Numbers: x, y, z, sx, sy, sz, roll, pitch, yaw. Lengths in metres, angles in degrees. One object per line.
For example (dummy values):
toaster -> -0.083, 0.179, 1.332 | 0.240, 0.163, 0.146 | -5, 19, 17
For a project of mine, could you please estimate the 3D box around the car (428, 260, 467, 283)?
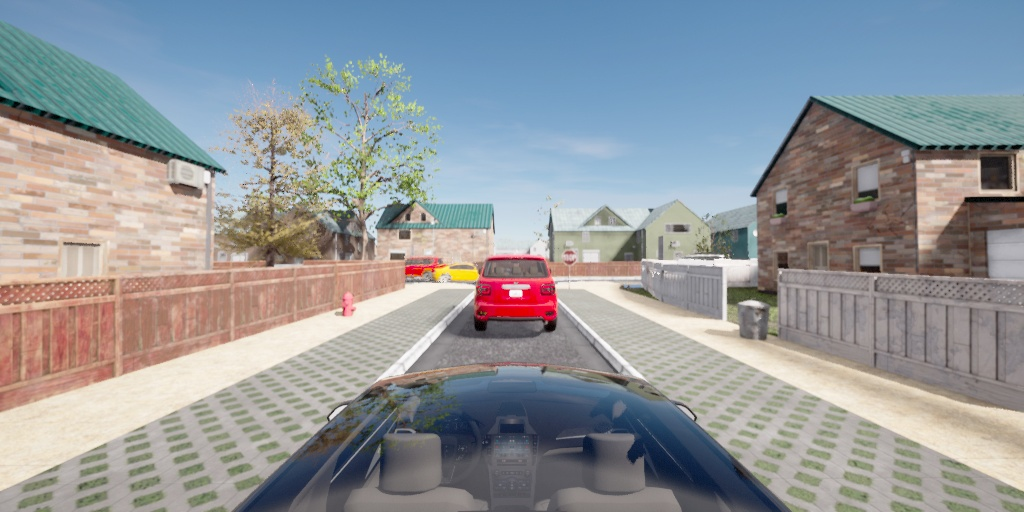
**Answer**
car -> -3.266, 1.260, 26.403 | 5.008, 1.535, 1.882 | 0, -1, 1

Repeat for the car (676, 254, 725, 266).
car -> 14.561, 0.915, 29.141 | 5.566, 2.045, 2.150 | 0, -1, 1

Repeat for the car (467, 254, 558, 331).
car -> 0.094, 0.968, 11.088 | 2.150, 2.045, 5.566 | 0, 0, 0

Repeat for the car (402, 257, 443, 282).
car -> -8.152, 1.119, 29.424 | 5.566, 2.045, 2.150 | -1, -1, 1
